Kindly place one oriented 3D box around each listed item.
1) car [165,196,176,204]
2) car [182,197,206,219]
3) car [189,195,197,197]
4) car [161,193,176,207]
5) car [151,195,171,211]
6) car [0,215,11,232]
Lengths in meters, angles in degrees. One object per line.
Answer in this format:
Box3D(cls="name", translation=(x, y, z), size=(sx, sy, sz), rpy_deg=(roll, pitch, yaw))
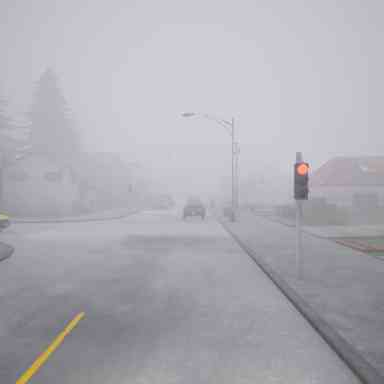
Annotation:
Box3D(cls="car", translation=(-3.979, 1.525, 62.143), size=(1.812, 1.442, 4.674), rpy_deg=(0, 0, 0))
Box3D(cls="car", translation=(0.182, 1.491, 28.900), size=(2.128, 1.511, 4.902), rpy_deg=(0, 0, 2))
Box3D(cls="car", translation=(0.176, 1.352, 55.612), size=(2.097, 1.767, 4.553), rpy_deg=(0, 0, 0))
Box3D(cls="car", translation=(-4.028, 1.221, 51.798), size=(2.150, 2.045, 5.566), rpy_deg=(0, 0, 0))
Box3D(cls="car", translation=(-4.043, 1.505, 41.749), size=(1.837, 1.490, 4.892), rpy_deg=(0, 0, 0))
Box3D(cls="car", translation=(-12.463, 1.478, 17.904), size=(5.008, 1.535, 1.882), rpy_deg=(0, 0, 0))
